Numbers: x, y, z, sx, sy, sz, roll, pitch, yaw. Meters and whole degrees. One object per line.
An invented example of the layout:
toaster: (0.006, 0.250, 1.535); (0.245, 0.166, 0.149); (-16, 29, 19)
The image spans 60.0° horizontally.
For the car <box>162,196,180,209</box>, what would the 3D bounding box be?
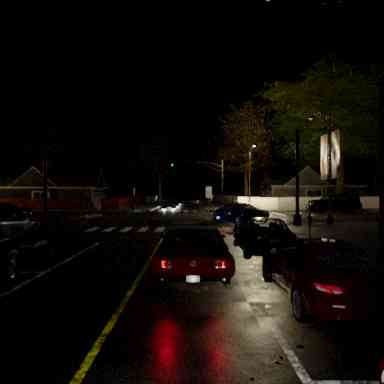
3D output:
car: (-3.259, 1.665, 48.740); (2.033, 1.411, 5.357); (0, 0, 0)

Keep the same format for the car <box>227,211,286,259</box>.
car: (2.604, 1.590, 12.431); (1.947, 1.339, 4.313); (0, 0, 0)

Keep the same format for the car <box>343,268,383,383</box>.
car: (2.637, 1.548, 1.394); (1.887, 1.381, 4.507); (0, 0, 0)

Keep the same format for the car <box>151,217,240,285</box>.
car: (0.037, 1.620, 9.525); (1.895, 1.301, 4.718); (0, 0, 0)

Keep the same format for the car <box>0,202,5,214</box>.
car: (-17.466, 1.654, 25.431); (4.892, 1.490, 1.837); (0, 0, 3)

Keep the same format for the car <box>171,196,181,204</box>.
car: (-3.280, 1.686, 69.065); (1.837, 1.490, 4.892); (0, 0, 0)

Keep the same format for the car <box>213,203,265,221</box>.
car: (3.594, 1.549, 24.001); (4.674, 1.442, 1.812); (-1, -1, -39)

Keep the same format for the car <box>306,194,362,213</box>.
car: (15.089, 1.192, 35.442); (5.566, 2.045, 2.150); (0, 0, 0)

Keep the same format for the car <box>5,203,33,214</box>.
car: (-16.316, 1.651, 28.672); (4.892, 1.490, 1.837); (0, 0, -1)

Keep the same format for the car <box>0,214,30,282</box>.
car: (-5.405, 1.454, 6.886); (1.967, 1.590, 4.097); (0, 0, 0)

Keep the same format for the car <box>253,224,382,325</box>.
car: (2.621, 1.596, 6.912); (1.802, 1.307, 4.206); (0, 0, 0)

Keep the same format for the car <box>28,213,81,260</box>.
car: (-5.421, 1.607, 12.405); (1.802, 1.307, 4.206); (0, 0, 0)
